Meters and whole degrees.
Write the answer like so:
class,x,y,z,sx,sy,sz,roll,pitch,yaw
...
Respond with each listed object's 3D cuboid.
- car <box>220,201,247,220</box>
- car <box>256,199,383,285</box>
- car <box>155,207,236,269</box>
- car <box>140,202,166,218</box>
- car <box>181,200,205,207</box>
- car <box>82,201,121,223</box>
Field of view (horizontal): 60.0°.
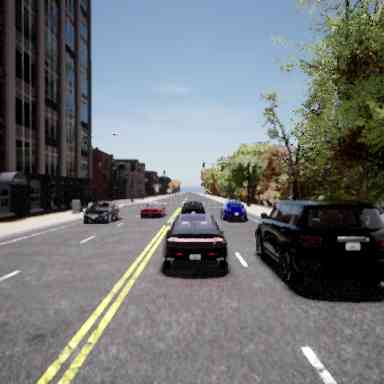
class,x,y,z,sx,sy,sz,roll,pitch,yaw
car,3.344,1.470,27.095,1.812,1.442,4.674,0,0,0
car,3.340,1.204,9.555,2.150,2.045,5.566,0,0,0
car,0.092,1.469,11.086,2.128,1.511,4.902,0,0,0
car,-3.343,1.541,28.950,1.895,1.301,4.718,0,0,0
car,0.095,1.421,27.582,1.882,1.535,5.008,0,0,0
car,-6.597,1.455,24.682,1.837,1.490,4.892,0,0,0
